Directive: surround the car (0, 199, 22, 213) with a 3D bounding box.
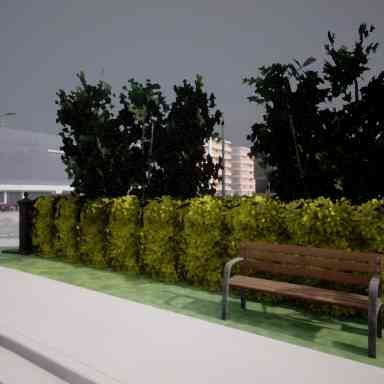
[{"bbox_3d":[-19.074,1.502,37.557,2.033,1.411,5.357,0,0,35],"label":"car"}]

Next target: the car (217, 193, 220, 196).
[{"bbox_3d":[4.128,0.750,70.455,2.033,1.411,5.357,0,1,35],"label":"car"}]

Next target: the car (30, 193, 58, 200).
[{"bbox_3d":[-15.249,1.167,36.886,2.150,2.045,5.566,0,0,36],"label":"car"}]
